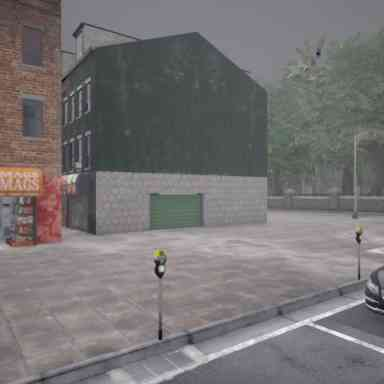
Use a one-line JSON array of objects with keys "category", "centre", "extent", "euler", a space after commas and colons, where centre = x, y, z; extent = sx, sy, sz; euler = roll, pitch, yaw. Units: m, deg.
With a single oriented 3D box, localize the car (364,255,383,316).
[{"category": "car", "centre": [5.046, 1.551, 6.424], "extent": [4.403, 1.369, 2.008], "euler": [0, 0, -36]}]
